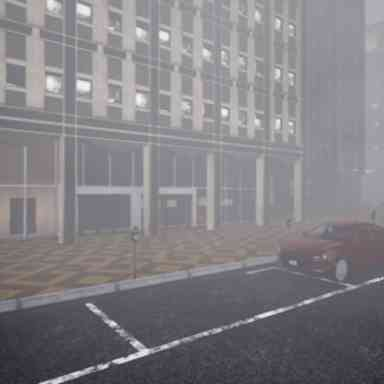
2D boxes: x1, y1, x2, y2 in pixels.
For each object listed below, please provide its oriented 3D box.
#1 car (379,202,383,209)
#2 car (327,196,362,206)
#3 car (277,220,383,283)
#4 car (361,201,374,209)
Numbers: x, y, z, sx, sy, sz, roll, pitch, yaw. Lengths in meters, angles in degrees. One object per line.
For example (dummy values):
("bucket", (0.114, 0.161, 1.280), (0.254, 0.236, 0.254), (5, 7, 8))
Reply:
("car", (23.719, 1.466, 37.939), (1.802, 1.307, 4.206), (0, 0, -36))
("car", (23.831, 1.417, 52.165), (1.752, 1.417, 4.829), (0, 0, -36))
("car", (4.373, 1.529, 9.674), (4.507, 1.381, 1.887), (0, 0, -35))
("car", (20.520, 1.399, 42.403), (1.752, 1.417, 4.829), (0, 0, -36))
